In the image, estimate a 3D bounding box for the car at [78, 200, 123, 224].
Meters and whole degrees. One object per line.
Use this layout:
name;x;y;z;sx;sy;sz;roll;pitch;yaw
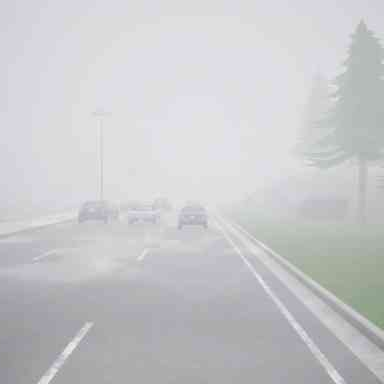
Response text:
car;-6.921;1.353;25.131;2.097;1.767;4.553;0;0;0

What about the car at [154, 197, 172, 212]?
car;-3.425;1.352;38.580;2.097;1.767;4.553;0;0;0

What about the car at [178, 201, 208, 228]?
car;0.068;1.548;22.092;2.033;1.411;5.357;0;0;0

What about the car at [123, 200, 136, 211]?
car;-6.928;1.601;38.057;1.895;1.301;4.718;0;0;0

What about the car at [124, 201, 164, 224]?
car;-3.422;1.601;24.576;1.895;1.301;4.718;0;0;0
